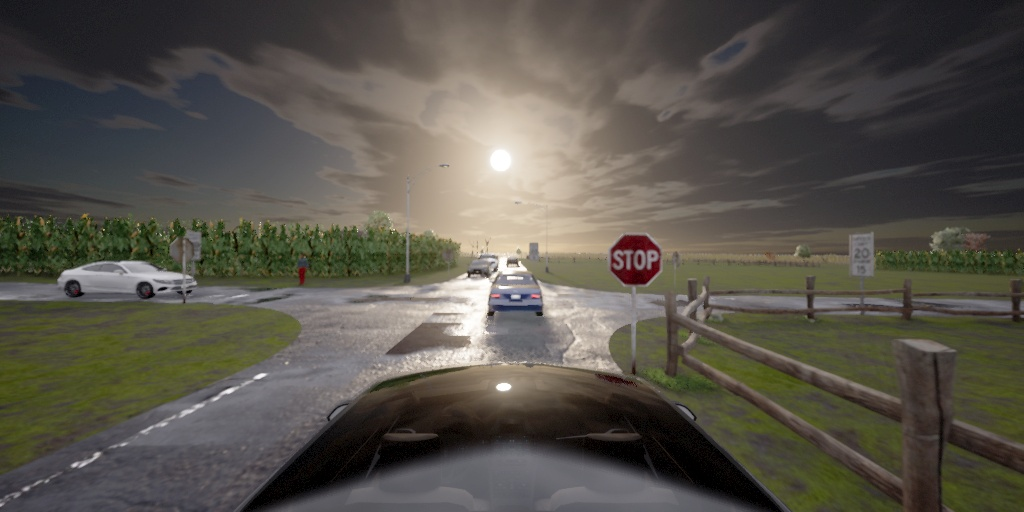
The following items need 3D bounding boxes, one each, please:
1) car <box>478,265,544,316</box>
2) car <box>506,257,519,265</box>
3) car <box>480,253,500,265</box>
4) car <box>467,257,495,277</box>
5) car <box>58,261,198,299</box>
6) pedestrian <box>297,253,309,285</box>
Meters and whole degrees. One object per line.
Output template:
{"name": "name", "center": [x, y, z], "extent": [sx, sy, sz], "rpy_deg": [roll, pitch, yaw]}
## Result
{"name": "car", "center": [0.106, 1.235, 13.075], "extent": [2.033, 1.411, 5.357], "rpy_deg": [0, 0, 0]}
{"name": "car", "center": [0.093, 0.853, 58.657], "extent": [1.882, 1.535, 5.008], "rpy_deg": [0, 0, 0]}
{"name": "car", "center": [-2.848, 0.708, 42.032], "extent": [2.150, 2.045, 5.566], "rpy_deg": [0, 0, 0]}
{"name": "car", "center": [-2.862, 1.055, 32.082], "extent": [1.837, 1.490, 4.892], "rpy_deg": [0, 0, 0]}
{"name": "car", "center": [-15.693, 0.922, 14.733], "extent": [4.674, 1.442, 1.812], "rpy_deg": [1, 0, 1]}
{"name": "pedestrian", "center": [-12.171, 0.761, 20.755], "extent": [0.375, 1.860, 0.375], "rpy_deg": [0, -1, 0]}
